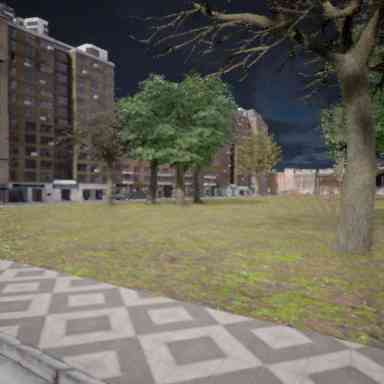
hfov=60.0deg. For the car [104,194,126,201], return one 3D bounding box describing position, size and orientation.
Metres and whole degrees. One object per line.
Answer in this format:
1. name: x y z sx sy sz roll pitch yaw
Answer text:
1. car: -15.497 1.149 67.173 2.128 1.511 4.902 0 0 36
